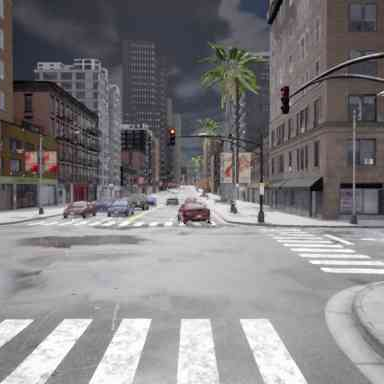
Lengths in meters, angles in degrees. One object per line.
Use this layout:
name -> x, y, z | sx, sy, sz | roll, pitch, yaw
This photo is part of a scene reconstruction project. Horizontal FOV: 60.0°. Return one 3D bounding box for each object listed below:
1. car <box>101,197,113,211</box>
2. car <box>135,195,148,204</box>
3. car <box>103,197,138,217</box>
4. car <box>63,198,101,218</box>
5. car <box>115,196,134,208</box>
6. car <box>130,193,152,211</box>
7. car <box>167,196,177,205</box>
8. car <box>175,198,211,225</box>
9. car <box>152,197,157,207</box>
car -> -9.918, 1.338, 38.745 | 2.097, 1.767, 4.553 | 0, 0, 0
car -> -9.874, 1.441, 65.493 | 1.882, 1.535, 5.008 | 0, 0, 0
car -> -6.660, 1.515, 31.538 | 1.812, 1.442, 4.674 | 0, 0, 0
car -> -9.903, 1.516, 29.753 | 1.812, 1.442, 4.674 | 0, 0, 0
car -> -9.937, 1.454, 49.461 | 1.882, 1.535, 5.008 | 0, 0, 0
car -> -6.671, 1.206, 41.230 | 2.150, 2.045, 5.566 | 0, 0, 0
car -> -3.257, 1.457, 56.827 | 2.128, 1.511, 4.902 | 0, 0, 0
car -> 0.108, 1.469, 24.452 | 1.882, 1.535, 5.008 | -1, 0, -8
car -> -6.684, 1.450, 52.340 | 1.882, 1.535, 5.008 | 0, 0, 0
